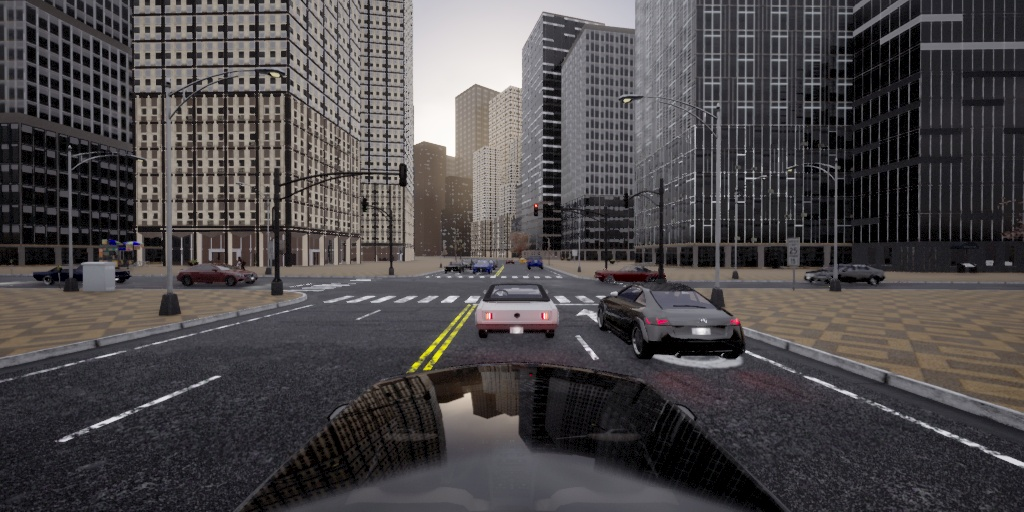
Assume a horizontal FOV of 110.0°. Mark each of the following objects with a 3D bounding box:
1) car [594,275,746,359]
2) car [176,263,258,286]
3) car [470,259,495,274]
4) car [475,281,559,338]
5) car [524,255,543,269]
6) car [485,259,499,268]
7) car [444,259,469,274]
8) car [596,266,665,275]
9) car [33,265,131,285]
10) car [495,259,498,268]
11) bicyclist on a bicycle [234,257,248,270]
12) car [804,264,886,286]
[{"bbox_3d":[3.363,1.312,8.403,1.994,1.385,4.181,0,0,0],"label":"car"},{"bbox_3d":[-19.457,1.194,23.724,4.674,1.442,1.812,0,0,1],"label":"car"},{"bbox_3d":[-3.298,1.199,40.730,1.882,1.535,5.008,0,0,0],"label":"car"},{"bbox_3d":[0.110,1.348,10.120,1.895,1.301,4.718,0,0,0],"label":"car"},{"bbox_3d":[3.417,0.920,54.119,2.150,2.045,5.566,0,0,0],"label":"car"},{"bbox_3d":[-3.274,1.231,60.452,2.033,1.411,5.357,0,0,0],"label":"car"},{"bbox_3d":[-6.549,1.321,41.403,1.895,1.301,4.718,0,0,0],"label":"car"},{"bbox_3d":[8.543,1.373,26.430,4.718,1.301,1.895,0,0,1],"label":"car"},{"bbox_3d":[-28.566,1.227,23.965,4.718,1.301,1.895,0,0,1],"label":"car"},{"bbox_3d":[-3.285,1.230,50.074,1.812,1.442,4.674,0,0,0],"label":"car"},{"bbox_3d":[-24.667,0.872,32.595,0.582,1.620,1.656,0,1,1],"label":"bicyclist on a bicycle"},{"bbox_3d":[24.095,1.334,26.095,4.902,1.511,2.128,0,0,1],"label":"car"}]
